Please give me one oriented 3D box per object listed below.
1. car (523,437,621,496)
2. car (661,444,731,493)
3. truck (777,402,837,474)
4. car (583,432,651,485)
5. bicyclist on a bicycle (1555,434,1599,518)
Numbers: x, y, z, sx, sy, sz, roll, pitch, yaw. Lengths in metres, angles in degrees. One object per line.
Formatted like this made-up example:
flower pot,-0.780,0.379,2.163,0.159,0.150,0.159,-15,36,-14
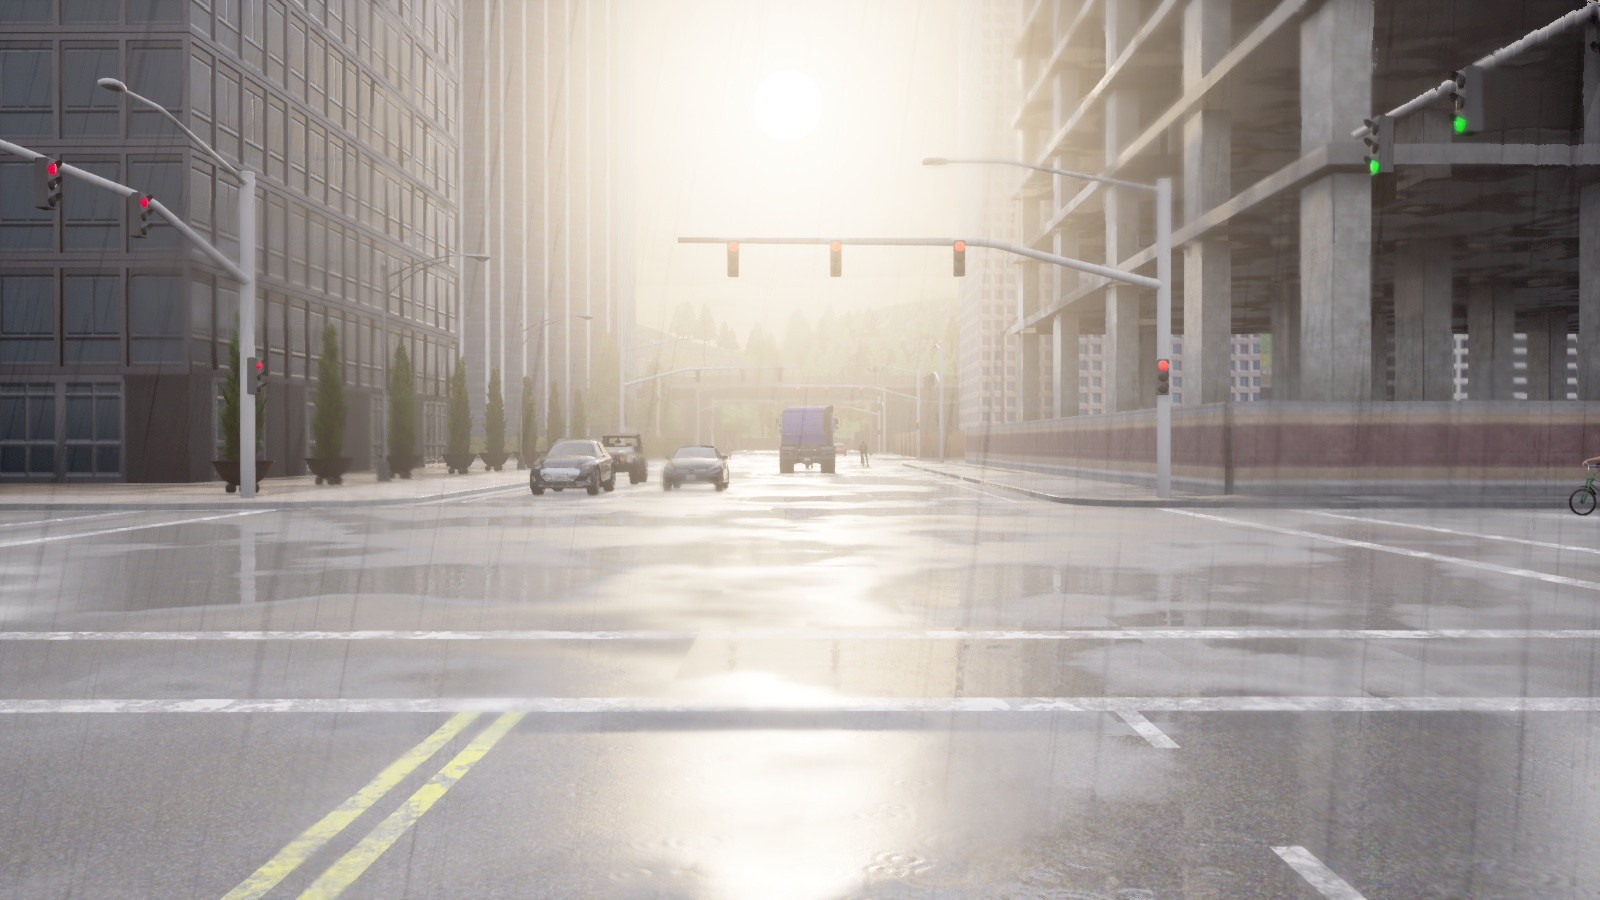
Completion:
car,-6.774,0.457,37.851,2.033,1.649,4.856,0,0,0
car,-3.261,0.543,40.083,1.812,1.442,4.674,0,0,0
truck,0.376,-0.599,64.556,2.891,3.462,7.936,0,0,0
car,-6.726,0.274,46.513,1.905,1.878,3.866,0,0,0
bicyclist on a bicycle,15.731,0.502,24.463,1.509,1.612,0.866,0,0,0
